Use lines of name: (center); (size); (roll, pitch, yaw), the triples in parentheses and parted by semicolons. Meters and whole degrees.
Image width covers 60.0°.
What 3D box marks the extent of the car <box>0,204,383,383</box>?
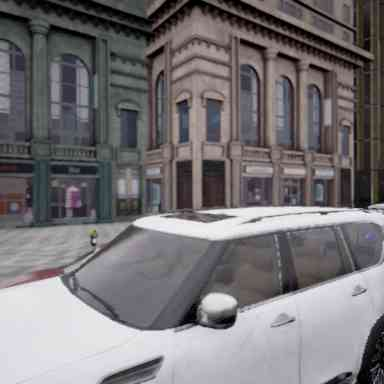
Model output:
car: (0.207, 1.217, 3.510); (5.566, 2.045, 2.150); (0, 0, -35)

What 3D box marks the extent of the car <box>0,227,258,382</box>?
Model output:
car: (-1.107, 1.538, 5.876); (4.507, 1.381, 1.887); (0, 0, -35)
